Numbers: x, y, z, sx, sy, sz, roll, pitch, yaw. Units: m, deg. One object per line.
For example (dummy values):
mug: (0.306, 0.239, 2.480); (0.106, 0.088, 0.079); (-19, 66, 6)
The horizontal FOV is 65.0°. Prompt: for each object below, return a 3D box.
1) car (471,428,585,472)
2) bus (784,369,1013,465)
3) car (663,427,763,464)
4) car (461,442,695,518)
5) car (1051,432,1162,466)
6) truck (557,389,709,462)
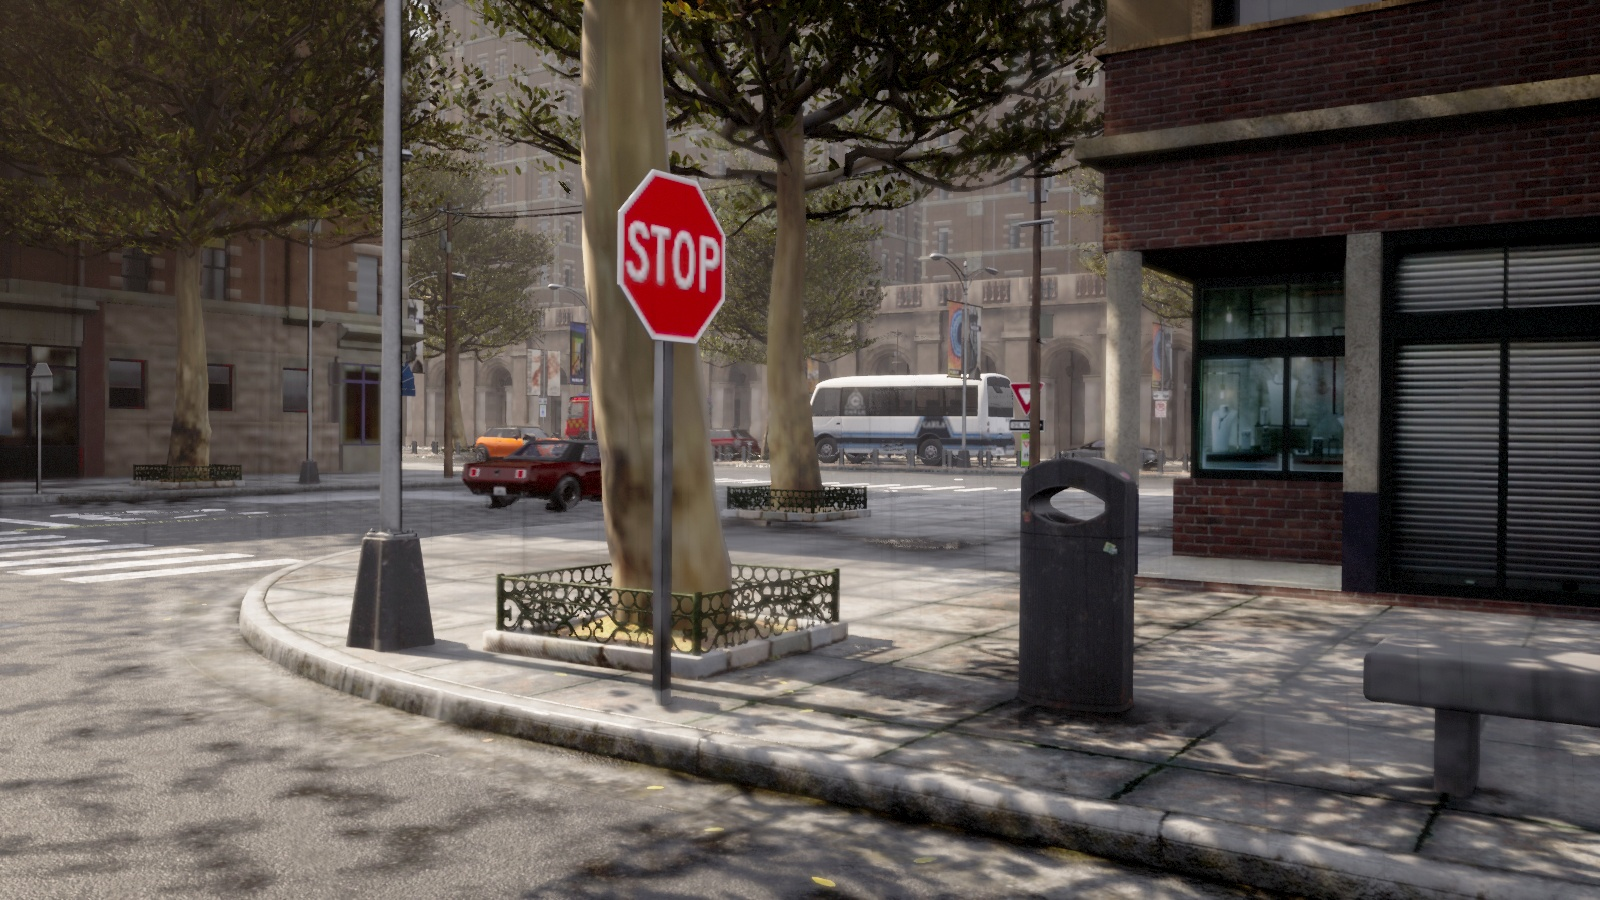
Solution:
car: (-11.435, -0.026, 52.733); (4.553, 1.767, 2.097); (0, 1, 34)
bus: (4.592, -1.508, 60.024); (10.273, 4.253, 3.944); (0, 1, 34)
car: (-4.305, -0.214, 61.772); (4.553, 1.767, 2.097); (0, 1, 34)
car: (-4.290, 0.529, 25.044); (1.895, 1.301, 4.718); (0, 1, 33)
car: (13.216, -0.065, 54.238); (4.181, 1.385, 1.994); (0, 1, 36)
truck: (-9.272, -1.297, 69.280); (8.468, 3.827, 2.891); (0, 1, 33)
